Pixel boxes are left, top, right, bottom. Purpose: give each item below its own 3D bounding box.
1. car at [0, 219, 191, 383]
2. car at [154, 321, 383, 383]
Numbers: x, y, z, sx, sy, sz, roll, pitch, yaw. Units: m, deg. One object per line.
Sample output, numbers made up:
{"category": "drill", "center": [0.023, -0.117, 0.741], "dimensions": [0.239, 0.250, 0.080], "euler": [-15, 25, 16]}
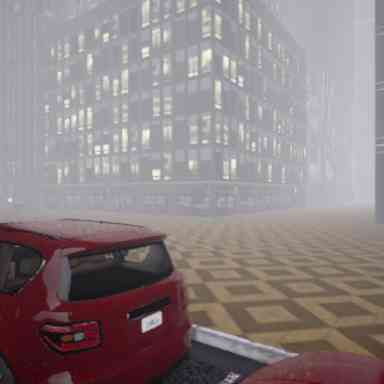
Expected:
{"category": "car", "center": [-2.327, 1.299, 4.539], "dimensions": [5.009, 1.841, 2.192], "euler": [0, 0, 35]}
{"category": "car", "center": [2.183, 1.549, 1.321], "dimensions": [4.507, 1.381, 1.887], "euler": [0, 0, 35]}
